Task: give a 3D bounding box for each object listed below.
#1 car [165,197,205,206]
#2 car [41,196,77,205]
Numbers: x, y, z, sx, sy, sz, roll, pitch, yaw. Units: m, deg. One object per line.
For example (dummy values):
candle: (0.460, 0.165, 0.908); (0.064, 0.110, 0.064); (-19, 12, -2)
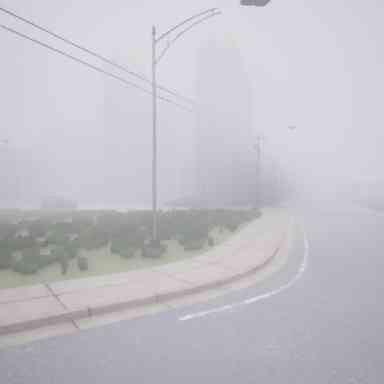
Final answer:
car: (-0.768, 1.334, 43.135); (5.357, 1.411, 2.033); (0, 0, 17)
car: (-15.597, 1.334, 39.412); (2.242, 1.667, 4.611); (0, 0, 17)
